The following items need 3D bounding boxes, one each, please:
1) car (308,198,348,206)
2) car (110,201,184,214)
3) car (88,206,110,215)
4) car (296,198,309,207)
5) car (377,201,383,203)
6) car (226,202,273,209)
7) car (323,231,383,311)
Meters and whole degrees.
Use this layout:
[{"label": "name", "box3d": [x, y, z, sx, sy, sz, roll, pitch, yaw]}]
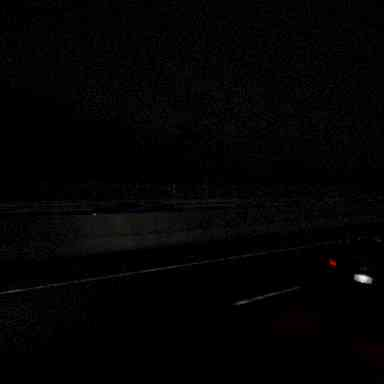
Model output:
[{"label": "car", "box3d": [15.127, 1.495, 36.160, 4.674, 1.442, 1.812, 0, 0, -35]}, {"label": "car", "box3d": [-2.827, 1.440, 23.452, 5.008, 1.535, 1.882, 0, 0, -35]}, {"label": "car", "box3d": [-5.327, 1.501, 25.972, 5.357, 1.411, 2.033, 0, 0, -35]}, {"label": "car", "box3d": [14.649, 1.470, 40.094, 4.892, 1.490, 1.837, 1, 0, -35]}, {"label": "car", "box3d": [20.925, 1.592, 35.938, 4.718, 1.301, 1.895, 0, 0, -35]}, {"label": "car", "box3d": [3.933, 1.464, 23.953, 4.902, 1.511, 2.128, 0, 0, -35]}, {"label": "car", "box3d": [4.769, 1.563, 7.264, 4.181, 1.385, 1.994, 0, 0, -35]}]
